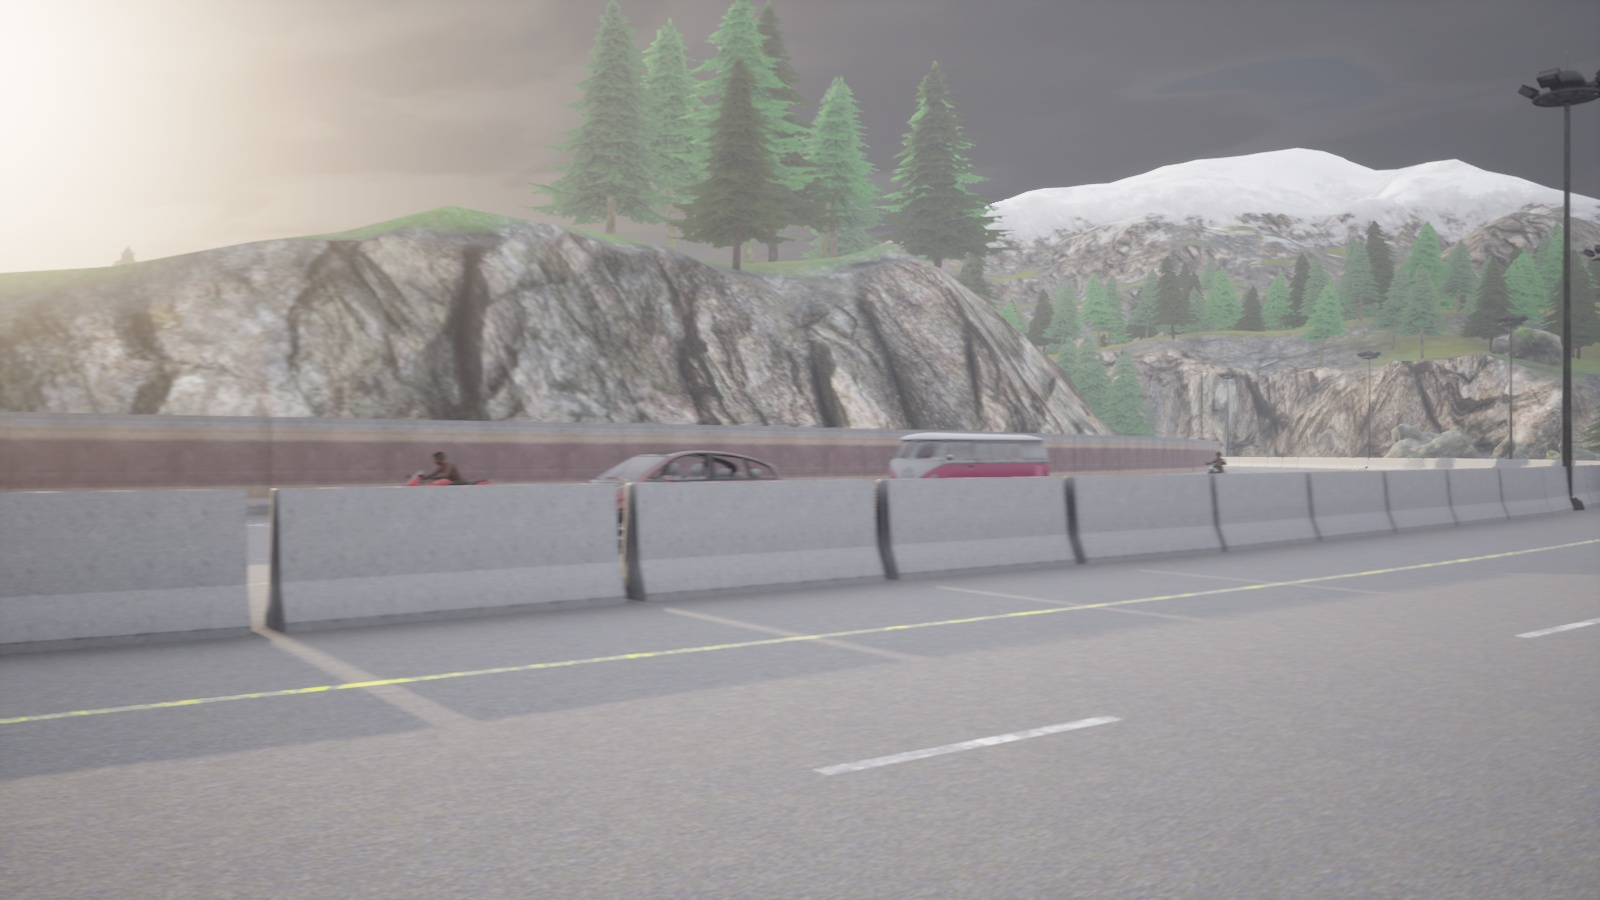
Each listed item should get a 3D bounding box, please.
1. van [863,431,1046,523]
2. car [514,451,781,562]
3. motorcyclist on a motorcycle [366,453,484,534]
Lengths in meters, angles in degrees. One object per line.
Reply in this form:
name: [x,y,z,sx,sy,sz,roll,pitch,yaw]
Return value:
van: [3.655,0.578,29.133,4.442,1.987,1.775,0,0,-43]
car: [-2.314,0.789,19.427,3.705,1.549,1.789,0,0,-38]
motorcyclist on a motorcycle: [-7.265,0.822,24.403,2.044,1.523,0.797,0,-1,-38]
